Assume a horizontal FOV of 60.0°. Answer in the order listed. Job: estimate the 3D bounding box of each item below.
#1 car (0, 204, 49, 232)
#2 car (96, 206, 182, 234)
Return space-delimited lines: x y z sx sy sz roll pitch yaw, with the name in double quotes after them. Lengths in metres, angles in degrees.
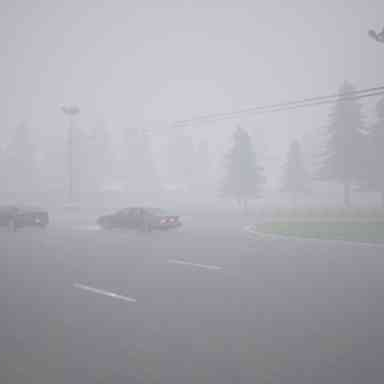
-10.748 1.463 20.260 5.008 1.535 1.882 0 0 36 "car"
-3.117 1.538 19.115 5.357 1.411 2.033 0 0 36 "car"
